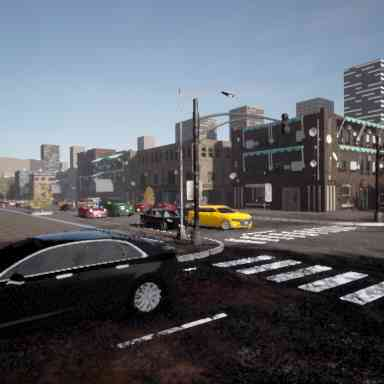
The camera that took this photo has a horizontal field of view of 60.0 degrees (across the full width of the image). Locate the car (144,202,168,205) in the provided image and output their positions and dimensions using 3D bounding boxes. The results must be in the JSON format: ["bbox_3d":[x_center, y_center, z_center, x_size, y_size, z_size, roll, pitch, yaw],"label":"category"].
[{"bbox_3d":[-3.546,1.901,39.173,1.802,1.307,4.206,-2,0,-37],"label":"car"}]

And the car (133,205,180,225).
[{"bbox_3d":[-2.036,1.813,22.968,1.947,1.339,4.313,-2,0,-37],"label":"car"}]

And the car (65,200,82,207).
[{"bbox_3d":[-23.448,2.224,65.760,1.887,1.381,4.507,-1,0,-37],"label":"car"}]

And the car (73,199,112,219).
[{"bbox_3d":[-10.257,1.845,34.149,1.967,1.590,4.097,-2,0,-37],"label":"car"}]

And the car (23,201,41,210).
[{"bbox_3d":[-26.737,2.231,56.169,1.752,1.417,4.829,-1,0,-37],"label":"car"}]

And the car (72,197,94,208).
[{"bbox_3d":[-20.136,1.937,61.328,2.192,1.841,5.009,-1,0,-37],"label":"car"}]

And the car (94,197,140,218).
[{"bbox_3d":[-8.186,1.603,35.727,2.150,2.045,5.566,-1,-1,-37],"label":"car"}]

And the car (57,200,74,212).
[{"bbox_3d":[-17.687,2.119,48.519,1.994,1.385,4.181,-1,0,-36],"label":"car"}]

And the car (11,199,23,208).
[{"bbox_3d":[-33.473,2.373,65.169,2.008,1.369,4.403,-1,0,-37],"label":"car"}]

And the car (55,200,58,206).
[{"bbox_3d":[-22.969,2.139,60.813,1.882,1.535,5.008,-1,0,-37],"label":"car"}]

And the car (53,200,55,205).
[{"bbox_3d":[-30.081,2.361,74.623,1.947,1.339,4.313,-1,0,-37],"label":"car"}]

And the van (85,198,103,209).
[{"bbox_3d":[-16.819,1.904,56.897,1.690,1.788,3.998,-2,0,-37],"label":"van"}]

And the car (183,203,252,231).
[{"bbox_3d":[1.796,1.666,22.474,1.882,1.535,5.008,-1,0,-38],"label":"car"}]

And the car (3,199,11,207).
[{"bbox_3d":[-40.109,2.377,74.030,1.967,1.590,4.097,-1,0,-37],"label":"car"}]

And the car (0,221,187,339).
[{"bbox_3d":[-2.452,1.504,5.874,4.892,1.490,1.837,0,0,-37],"label":"car"}]

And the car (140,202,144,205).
[{"bbox_3d":[-6.862,1.963,43.604,1.802,1.307,4.206,-2,0,-37],"label":"car"}]

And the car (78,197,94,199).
[{"bbox_3d":[-16.953,1.907,52.774,2.097,1.767,4.553,-1,0,-37],"label":"car"}]

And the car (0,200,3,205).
[{"bbox_3d":[-43.423,2.545,78.462,2.008,1.369,4.403,-1,0,-37],"label":"car"}]

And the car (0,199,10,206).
[{"bbox_3d":[-46.740,2.595,82.893,1.887,1.381,4.507,-1,0,-37],"label":"car"}]

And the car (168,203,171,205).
[{"bbox_3d":[-0.230,1.807,34.742,2.008,1.369,4.403,-2,0,-37],"label":"car"}]
